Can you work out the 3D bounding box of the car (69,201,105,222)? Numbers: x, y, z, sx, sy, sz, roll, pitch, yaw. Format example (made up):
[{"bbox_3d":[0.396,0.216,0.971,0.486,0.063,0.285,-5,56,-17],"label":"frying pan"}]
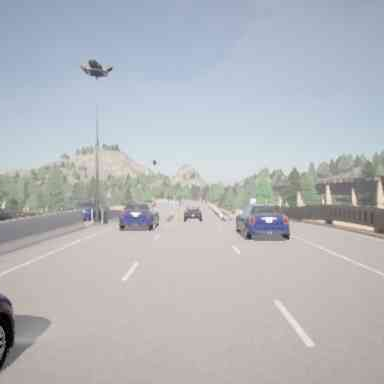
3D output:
[{"bbox_3d":[-10.591,1.943,33.724,2.150,2.045,5.566,0,-4,0],"label":"car"}]

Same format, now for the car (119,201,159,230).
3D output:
[{"bbox_3d":[-3.400,1.485,22.141,2.097,1.767,4.553,0,-2,0],"label":"car"}]

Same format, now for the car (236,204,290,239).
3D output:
[{"bbox_3d":[3.599,1.397,17.653,2.097,1.767,4.553,0,-1,0],"label":"car"}]

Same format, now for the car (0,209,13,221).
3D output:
[{"bbox_3d":[-14.096,1.715,22.683,1.994,1.385,4.181,0,-2,0],"label":"car"}]

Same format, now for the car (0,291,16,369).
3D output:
[{"bbox_3d":[-3.401,1.356,2.590,2.097,1.767,4.553,0,0,0],"label":"car"}]

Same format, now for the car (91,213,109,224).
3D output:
[{"bbox_3d":[-17.514,5.075,63.259,2.097,1.767,4.553,0,-6,0],"label":"car"}]

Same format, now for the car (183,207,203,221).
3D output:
[{"bbox_3d":[0.099,2.342,35.445,2.128,1.511,4.902,0,-4,0],"label":"car"}]
